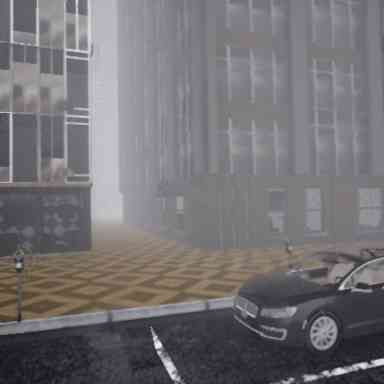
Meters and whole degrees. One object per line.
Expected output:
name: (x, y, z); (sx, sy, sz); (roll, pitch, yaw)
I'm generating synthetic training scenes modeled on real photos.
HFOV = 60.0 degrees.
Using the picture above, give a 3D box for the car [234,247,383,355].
car: (2.901, 1.722, 6.030); (4.403, 1.369, 2.008); (0, -2, -19)
